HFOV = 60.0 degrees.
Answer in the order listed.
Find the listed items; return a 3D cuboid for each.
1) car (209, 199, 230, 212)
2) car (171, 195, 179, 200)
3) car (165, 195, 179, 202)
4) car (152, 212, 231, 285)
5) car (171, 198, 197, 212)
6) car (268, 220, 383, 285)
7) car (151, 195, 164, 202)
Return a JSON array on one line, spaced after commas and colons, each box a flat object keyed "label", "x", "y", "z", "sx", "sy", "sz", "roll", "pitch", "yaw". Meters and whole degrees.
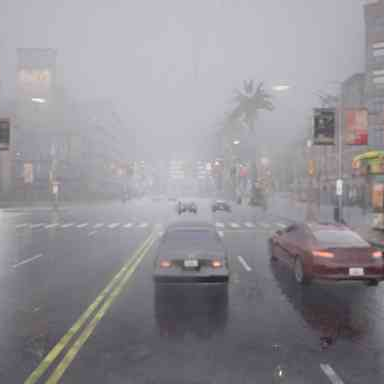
[{"label": "car", "x": 3.159, "y": 1.501, "z": 37.760, "sx": 1.812, "sy": 1.442, "sz": 4.674, "roll": 0, "pitch": 0, "yaw": -1}, {"label": "car", "x": -4.568, "y": 1.469, "z": 90.202, "sx": 1.812, "sy": 1.442, "sz": 4.674, "roll": 0, "pitch": 0, "yaw": -1}, {"label": "car", "x": -4.376, "y": 1.432, "z": 74.217, "sx": 1.882, "sy": 1.535, "sz": 5.008, "roll": 0, "pitch": 0, "yaw": -1}, {"label": "car", "x": -0.031, "y": 1.541, "z": 9.491, "sx": 2.033, "sy": 1.411, "sz": 5.357, "roll": 0, "pitch": 0, "yaw": 0}, {"label": "car", "x": -0.777, "y": 1.579, "z": 35.092, "sx": 1.895, "sy": 1.301, "sz": 4.718, "roll": 0, "pitch": 0, "yaw": -9}, {"label": "car", "x": 3.469, "y": 1.519, "z": 9.345, "sx": 1.812, "sy": 1.442, "sz": 4.674, "roll": 0, "pitch": 0, "yaw": 0}, {"label": "car", "x": -7.870, "y": 1.480, "z": 73.677, "sx": 1.812, "sy": 1.442, "sz": 4.674, "roll": 0, "pitch": 0, "yaw": -1}]
